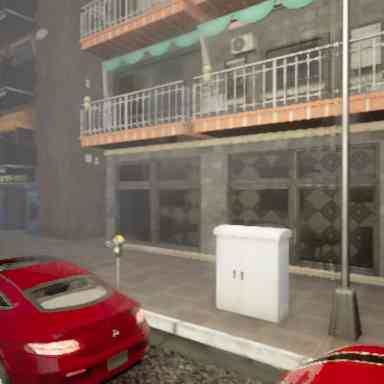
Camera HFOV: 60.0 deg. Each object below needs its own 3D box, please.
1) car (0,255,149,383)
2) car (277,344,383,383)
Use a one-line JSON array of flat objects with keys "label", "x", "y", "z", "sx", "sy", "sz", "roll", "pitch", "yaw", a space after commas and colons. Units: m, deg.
[{"label": "car", "x": -2.451, "y": 1.568, "z": 4.623, "sx": 4.206, "sy": 1.307, "sz": 1.802, "roll": 0, "pitch": 0, "yaw": 35}, {"label": "car", "x": 2.136, "y": 1.444, "z": 1.354, "sx": 4.097, "sy": 1.590, "sz": 1.967, "roll": 0, "pitch": 0, "yaw": 35}]
